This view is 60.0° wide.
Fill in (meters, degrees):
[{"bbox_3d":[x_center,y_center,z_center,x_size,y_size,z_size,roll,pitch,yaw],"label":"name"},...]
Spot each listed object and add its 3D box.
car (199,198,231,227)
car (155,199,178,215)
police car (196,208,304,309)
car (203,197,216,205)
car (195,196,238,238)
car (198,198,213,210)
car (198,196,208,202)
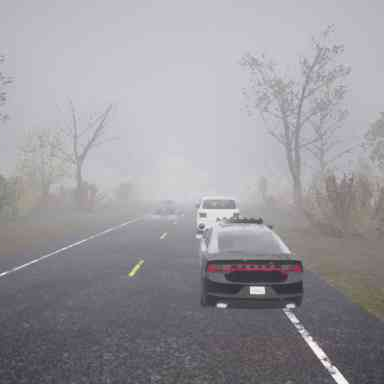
[{"bbox_3d":[1.582,1.366,23.880,2.097,1.767,4.553,0,0,2],"label":"car"},{"bbox_3d":[-2.539,1.541,34.104,1.837,1.490,4.892,0,0,3],"label":"car"},{"bbox_3d":[1.127,1.428,8.097,1.930,1.638,5.238,0,0,1],"label":"police car"},{"bbox_3d":[3.376,1.709,63.435,2.033,1.411,5.357,0,0,6],"label":"car"},{"bbox_3d":[1.366,1.233,17.970,2.150,2.045,5.566,0,0,2],"label":"car"},{"bbox_3d":[1.927,1.584,46.354,1.837,1.490,4.892,0,0,5],"label":"car"},{"bbox_3d":[2.987,1.838,87.972,2.033,1.411,5.357,0,0,8],"label":"car"}]
